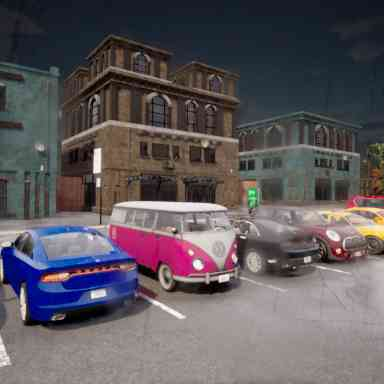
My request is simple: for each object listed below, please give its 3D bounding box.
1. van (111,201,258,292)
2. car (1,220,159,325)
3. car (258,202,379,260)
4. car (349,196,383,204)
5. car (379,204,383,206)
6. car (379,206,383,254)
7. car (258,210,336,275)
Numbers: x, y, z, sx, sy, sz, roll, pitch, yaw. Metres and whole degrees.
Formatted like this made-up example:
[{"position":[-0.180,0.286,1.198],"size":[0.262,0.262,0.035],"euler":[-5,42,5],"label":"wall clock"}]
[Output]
[{"position":[-0.608,1.256,8.875],"size":[1.878,1.987,4.442],"euler":[0,0,-36],"label":"van"},{"position":[-2.937,1.480,7.346],"size":[2.097,1.535,5.008],"euler":[0,0,-36],"label":"car"},{"position":[3.935,1.356,12.307],"size":[2.185,1.767,4.553],"euler":[0,0,-36],"label":"car"},{"position":[10.660,1.230,17.043],"size":[2.435,2.045,5.566],"euler":[0,0,-36],"label":"car"},{"position":[8.376,1.481,15.451],"size":[2.097,1.535,5.008],"euler":[0,0,-36],"label":"car"},{"position":[6.223,1.479,13.677],"size":[1.946,1.575,5.366],"euler":[0,0,-36],"label":"car"},{"position":[1.592,1.483,10.584],"size":[2.231,1.521,4.892],"euler":[0,0,-36],"label":"car"}]
